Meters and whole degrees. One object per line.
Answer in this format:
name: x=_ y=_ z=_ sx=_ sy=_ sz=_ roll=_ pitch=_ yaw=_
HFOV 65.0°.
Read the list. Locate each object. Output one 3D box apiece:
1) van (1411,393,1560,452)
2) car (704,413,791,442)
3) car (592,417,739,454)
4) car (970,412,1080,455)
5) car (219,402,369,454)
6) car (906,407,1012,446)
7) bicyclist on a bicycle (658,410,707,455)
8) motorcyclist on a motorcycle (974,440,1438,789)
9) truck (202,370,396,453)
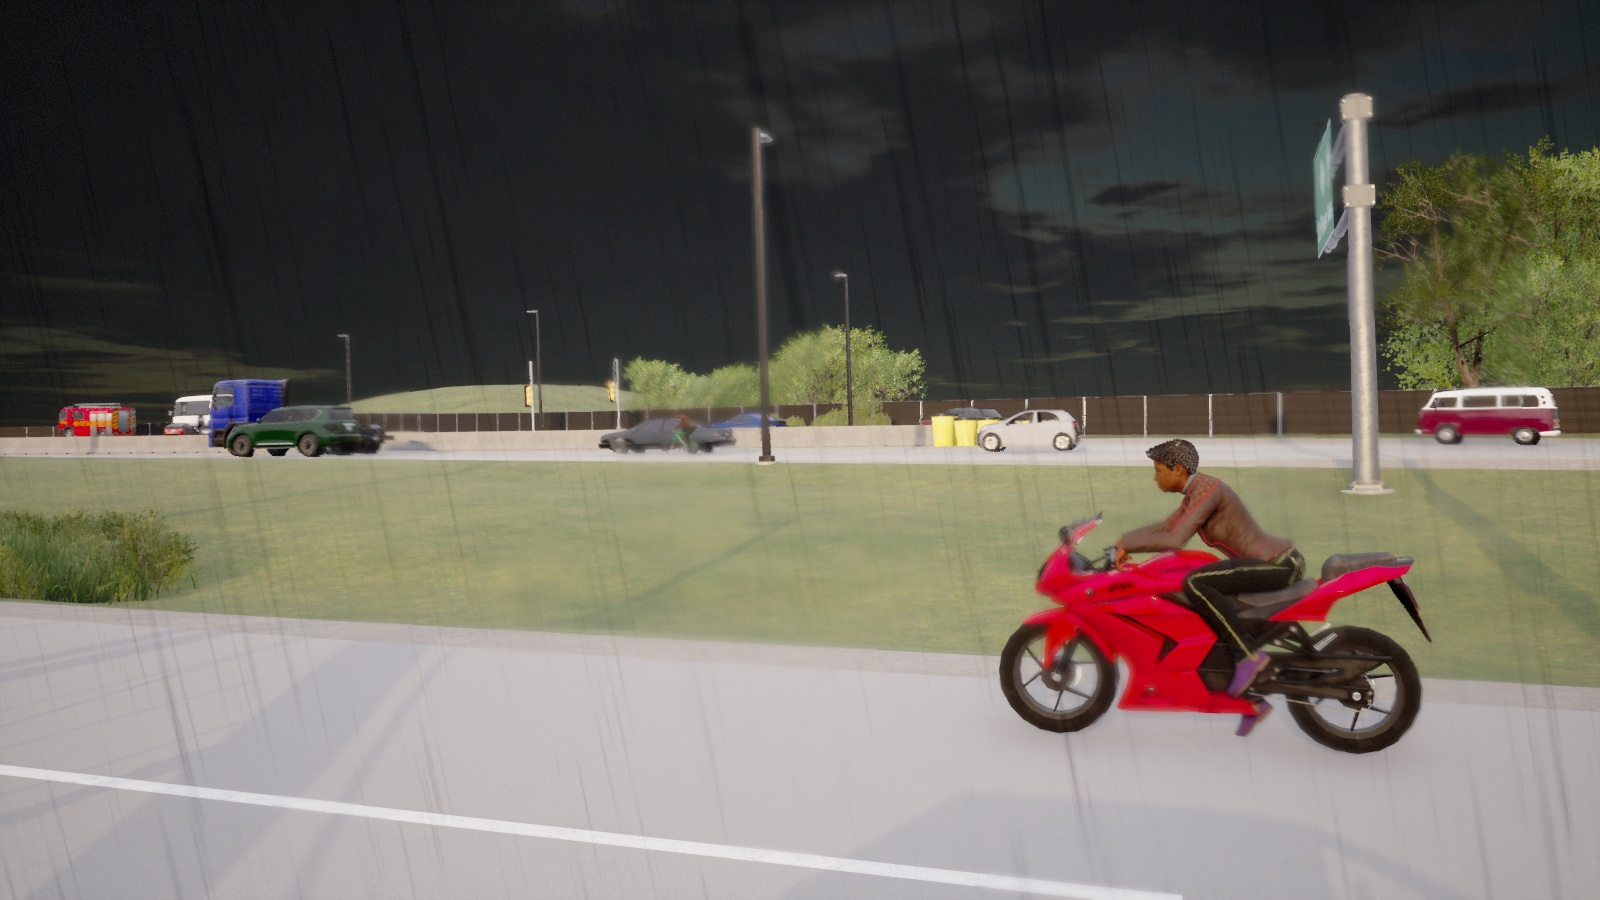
van: x=24.679 y=-0.995 z=45.293 sx=4.480 sy=2.038 sz=2.069 roll=1 pitch=2 yaw=36
car: x=-2.921 y=-1.271 z=69.253 sx=1.882 sy=1.535 sz=5.008 roll=-2 pitch=2 yaw=-45
car: x=-5.280 y=-0.578 z=49.347 sx=5.357 sy=1.411 sz=2.033 roll=0 pitch=1 yaw=19
car: x=8.025 y=-0.590 z=44.706 sx=3.633 sy=1.501 sz=1.845 roll=0 pitch=1 yaw=19
car: x=-20.517 y=-0.884 z=50.950 sx=5.566 sy=2.045 sz=2.150 roll=0 pitch=1 yaw=19
car: x=7.479 y=-1.147 z=59.329 sx=4.553 sy=1.767 sz=2.097 roll=1 pitch=2 yaw=41
bicyclist on a bicycle: x=-4.251 y=-0.620 z=45.281 sx=1.656 sy=1.620 sz=0.582 roll=0 pitch=1 yaw=19
motorcyclist on a motorcycle: x=1.955 y=0.718 z=6.226 sx=2.044 sy=1.523 sz=0.797 roll=0 pitch=1 yaw=19
truck: x=-21.990 y=-1.639 z=55.160 sx=7.936 sy=3.462 sz=2.891 roll=0 pitch=1 yaw=19
